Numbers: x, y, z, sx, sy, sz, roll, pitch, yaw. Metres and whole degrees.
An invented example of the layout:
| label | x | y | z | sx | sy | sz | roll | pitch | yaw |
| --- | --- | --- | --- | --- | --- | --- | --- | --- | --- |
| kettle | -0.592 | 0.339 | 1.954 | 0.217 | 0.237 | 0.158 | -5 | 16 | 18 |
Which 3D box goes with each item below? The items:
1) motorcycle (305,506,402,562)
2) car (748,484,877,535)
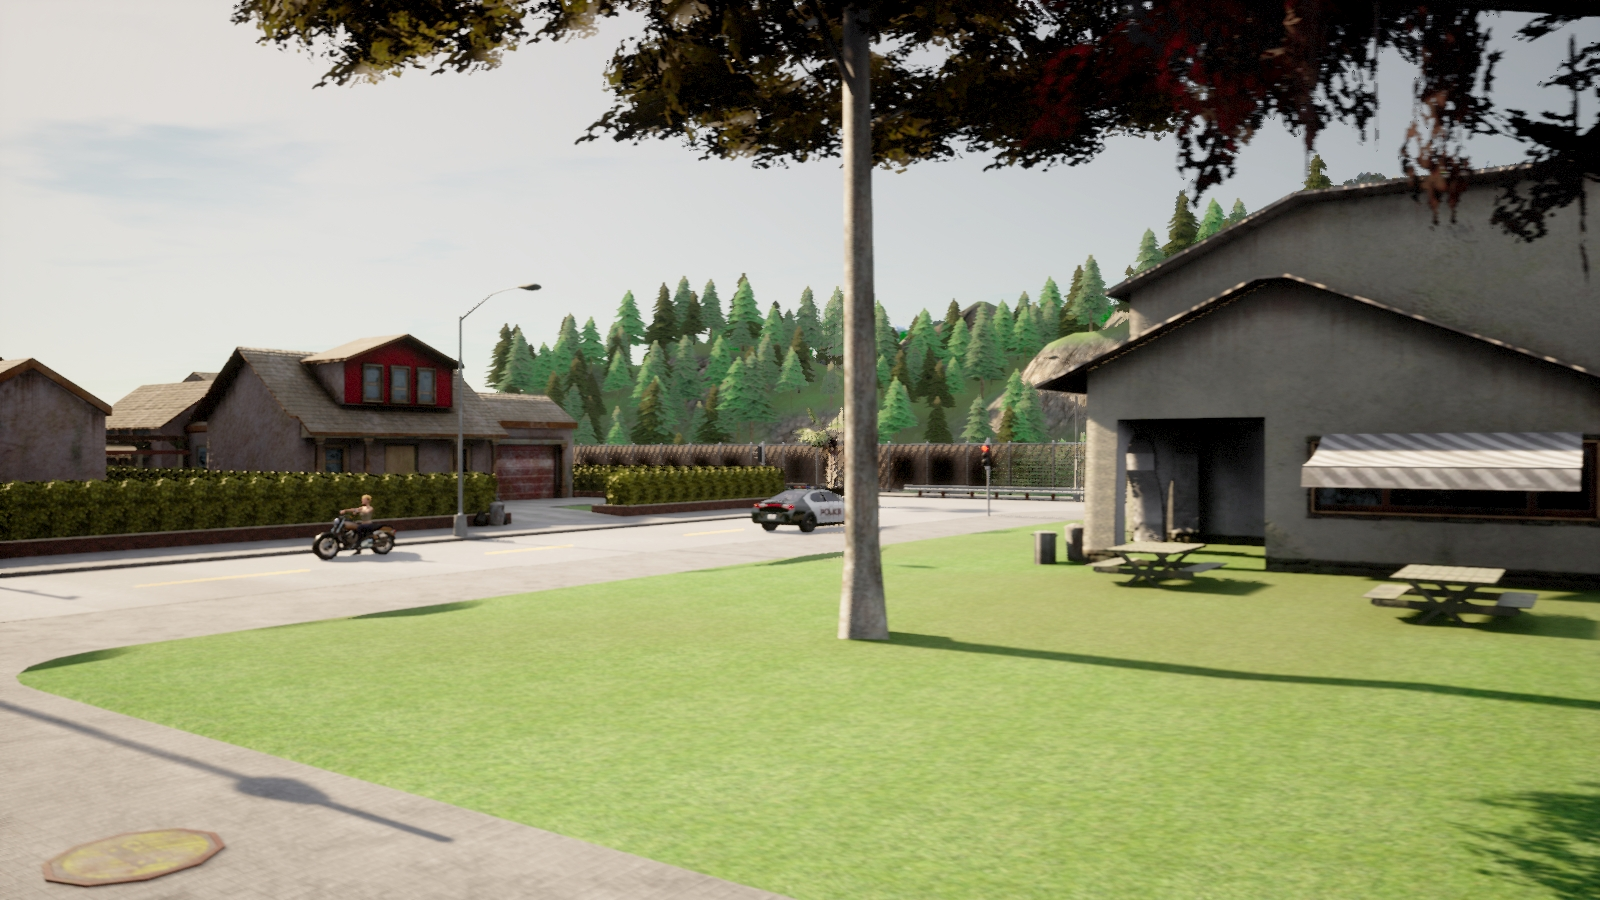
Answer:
| label | x | y | z | sx | sy | sz | roll | pitch | yaw |
| --- | --- | --- | --- | --- | --- | --- | --- | --- | --- |
| motorcycle | -11.705 | 2.175 | 30.031 | 0.764 | 1.307 | 2.356 | 0 | 0 | 35 |
| car | 0.513 | 2.054 | 40.529 | 2.038 | 1.542 | 4.974 | 0 | 0 | 37 |
